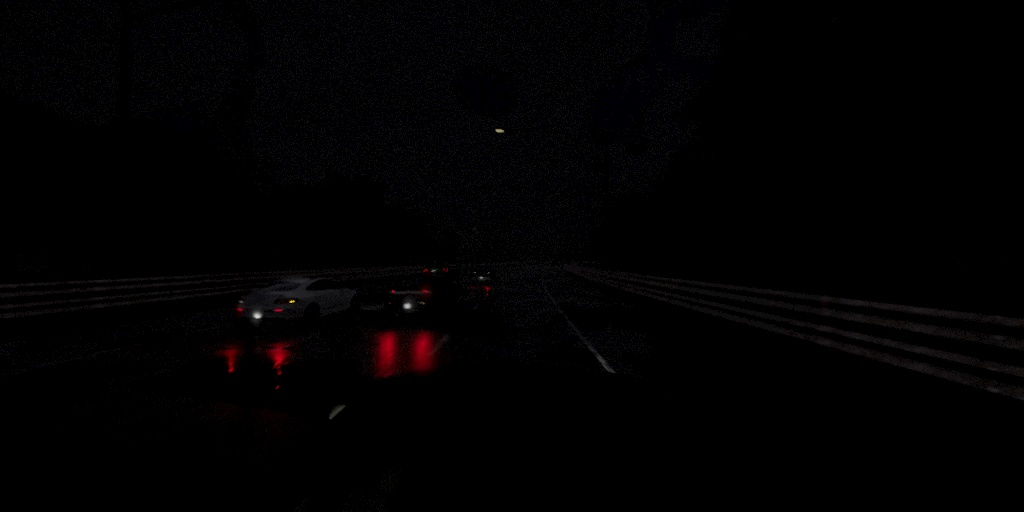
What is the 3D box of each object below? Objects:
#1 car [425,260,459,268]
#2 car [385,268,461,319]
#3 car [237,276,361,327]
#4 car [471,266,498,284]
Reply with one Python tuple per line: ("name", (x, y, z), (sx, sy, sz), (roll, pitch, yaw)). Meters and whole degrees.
("car", (-5.961, 1.326, 30.991), (2.150, 2.045, 5.566), (0, -1, 3))
("car", (-3.209, 1.387, 13.649), (2.128, 1.511, 4.902), (0, -1, 1))
("car", (-6.766, 1.393, 11.911), (1.812, 1.442, 4.674), (0, -1, 1))
("car", (-2.380, 1.613, 31.844), (2.128, 1.511, 4.902), (0, -1, 4))
